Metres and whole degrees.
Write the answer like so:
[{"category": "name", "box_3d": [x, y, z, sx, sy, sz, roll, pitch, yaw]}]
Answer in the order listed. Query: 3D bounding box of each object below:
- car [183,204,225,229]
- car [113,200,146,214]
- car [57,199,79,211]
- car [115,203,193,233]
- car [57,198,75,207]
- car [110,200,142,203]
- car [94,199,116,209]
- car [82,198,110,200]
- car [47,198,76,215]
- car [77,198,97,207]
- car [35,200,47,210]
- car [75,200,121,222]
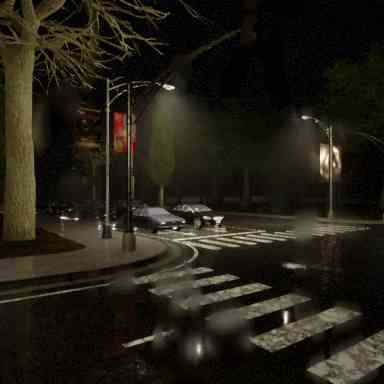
[{"category": "car", "box_3d": [0.166, 1.568, 22.319, 2.128, 1.511, 4.902, 0, 0, -36]}, {"category": "car", "box_3d": [-7.268, 1.683, 38.394, 1.837, 1.490, 4.892, 0, 0, -36]}, {"category": "car", "box_3d": [-17.449, 1.779, 46.612, 1.812, 1.442, 4.674, 0, -1, -36]}, {"category": "car", "box_3d": [-2.509, 1.614, 20.450, 2.033, 1.411, 5.357, 0, 0, -36]}, {"category": "car", "box_3d": [-22.524, 1.860, 59.369, 1.882, 1.535, 5.008, 0, -1, -36]}, {"category": "car", "box_3d": [-5.255, 1.474, 29.761, 2.097, 1.767, 4.553, 0, 0, -36]}, {"category": "car", "box_3d": [-13.931, 1.825, 52.967, 1.812, 1.442, 4.674, 0, -1, -36]}, {"category": "car", "box_3d": [-11.161, 1.742, 37.893, 1.994, 1.385, 4.181, 0, 0, -36]}, {"category": "car", "box_3d": [-14.037, 1.676, 36.319, 1.837, 1.490, 4.892, 0, 0, -36]}, {"category": "car", "box_3d": [-18.807, 1.850, 59.625, 1.882, 1.535, 5.008, 0, -1, -36]}, {"category": "car", "box_3d": [-21.728, 1.831, 47.013, 1.994, 1.385, 4.181, 0, -1, -35]}, {"category": "car", "box_3d": [-7.941, 1.677, 27.926, 1.994, 1.385, 4.181, 0, 0, -36]}]
